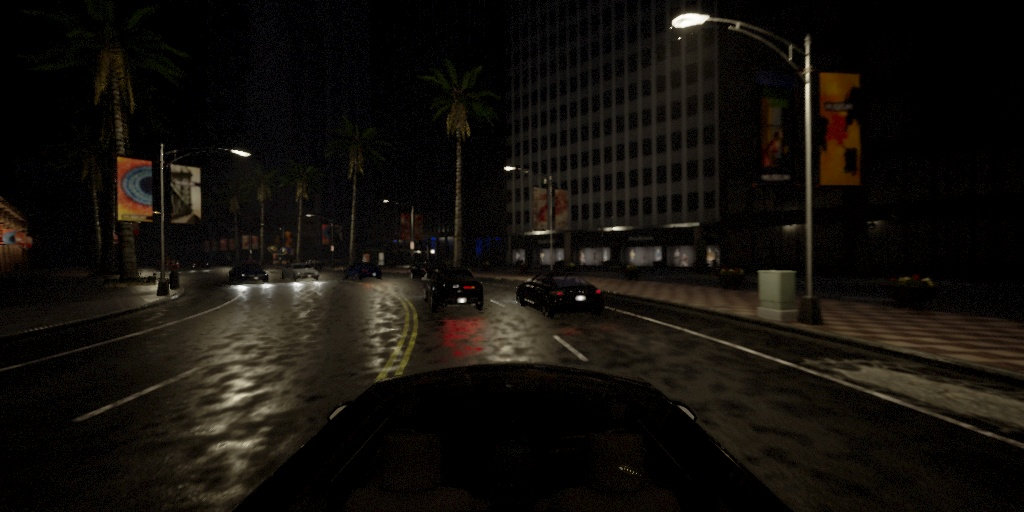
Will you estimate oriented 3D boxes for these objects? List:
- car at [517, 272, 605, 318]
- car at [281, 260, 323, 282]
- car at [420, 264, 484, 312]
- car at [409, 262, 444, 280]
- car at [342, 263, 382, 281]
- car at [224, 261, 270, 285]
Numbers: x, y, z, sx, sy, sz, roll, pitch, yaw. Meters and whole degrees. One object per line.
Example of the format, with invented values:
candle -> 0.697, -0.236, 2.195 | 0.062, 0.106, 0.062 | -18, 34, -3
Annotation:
car -> 1.572, 1.257, 12.928 | 1.994, 1.385, 4.181 | 0, 0, -15
car -> -17.820, 1.317, 30.037 | 4.674, 1.442, 1.812 | 0, 0, 42
car -> -2.428, 1.227, 14.225 | 1.837, 1.490, 4.892 | 0, 0, -18
car -> -6.618, 1.206, 28.693 | 1.837, 1.490, 4.892 | 0, 0, -38
car -> -12.506, 1.272, 29.958 | 1.812, 1.442, 4.674 | -1, 0, -45
car -> -20.355, 1.348, 27.622 | 4.674, 1.442, 1.812 | 0, 0, 41
